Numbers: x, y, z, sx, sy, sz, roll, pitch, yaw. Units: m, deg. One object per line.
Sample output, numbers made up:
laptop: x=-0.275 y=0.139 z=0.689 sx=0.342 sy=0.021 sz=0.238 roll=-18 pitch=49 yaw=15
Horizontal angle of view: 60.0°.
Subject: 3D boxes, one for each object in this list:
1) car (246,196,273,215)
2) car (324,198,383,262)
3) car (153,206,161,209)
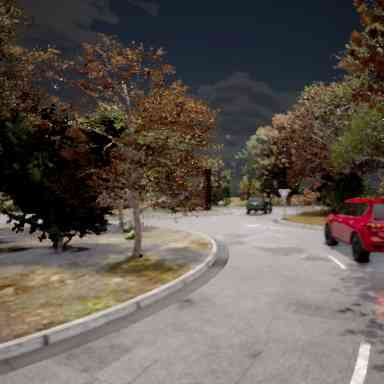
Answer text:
car: x=7.720 y=1.452 z=37.874 sx=2.150 sy=2.045 sz=5.566 roll=-1 pitch=0 yaw=23
car: x=6.581 y=1.226 z=12.200 sx=2.150 sy=2.045 sz=5.566 roll=-1 pitch=0 yaw=8
car: x=-7.741 y=3.536 z=73.986 sx=1.882 sy=1.535 sz=5.008 roll=-1 pitch=-5 yaw=-6
